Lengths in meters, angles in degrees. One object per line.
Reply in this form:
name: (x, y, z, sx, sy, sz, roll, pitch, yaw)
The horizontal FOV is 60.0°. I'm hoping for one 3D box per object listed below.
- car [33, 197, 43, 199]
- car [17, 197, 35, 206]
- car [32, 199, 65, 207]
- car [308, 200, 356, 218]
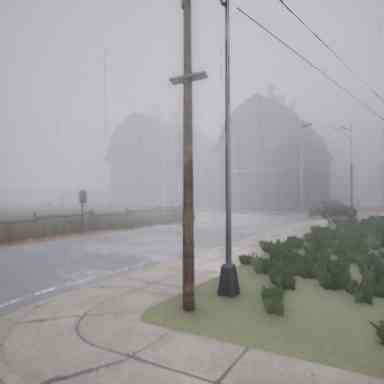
car: (-23.433, 2.100, 53.931, 5.008, 1.535, 1.882, 0, 0, 43)
car: (-32.646, 2.018, 67.525, 5.566, 2.045, 2.150, 0, -1, 16)
car: (-20.323, 2.079, 48.041, 4.674, 1.442, 1.812, -1, -1, 28)
car: (13.473, 1.560, 31.827, 4.553, 1.767, 2.097, 0, -1, -21)
